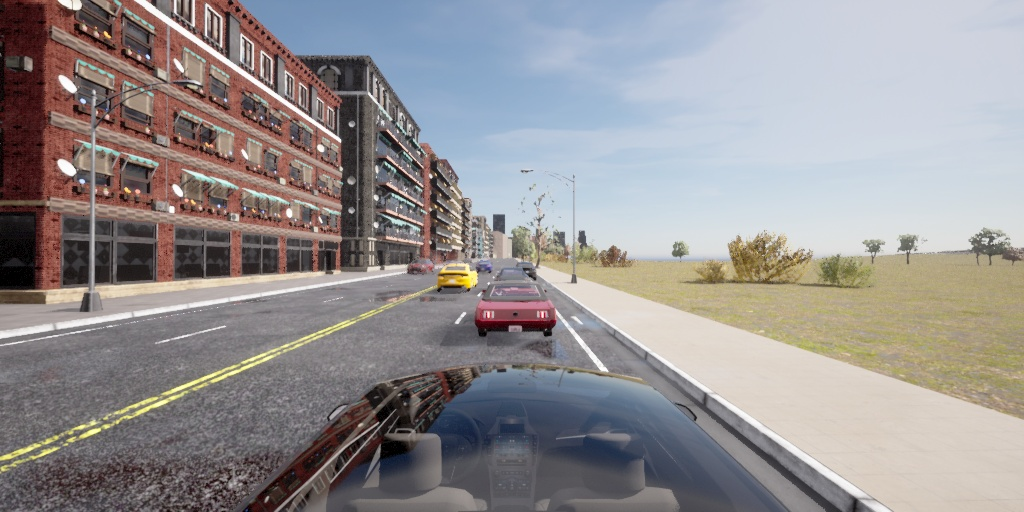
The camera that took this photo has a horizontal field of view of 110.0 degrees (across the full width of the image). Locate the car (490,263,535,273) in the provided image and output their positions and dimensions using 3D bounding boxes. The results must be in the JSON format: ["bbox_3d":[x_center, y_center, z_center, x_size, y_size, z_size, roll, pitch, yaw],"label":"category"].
[{"bbox_3d":[0.037,1.315,20.312,1.994,1.385,4.181,0,0,0],"label":"car"}]

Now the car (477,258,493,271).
[{"bbox_3d":[-3.268,1.275,42.582,1.812,1.442,4.674,0,0,0],"label":"car"}]

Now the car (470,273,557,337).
[{"bbox_3d":[0.076,1.352,10.282,1.895,1.301,4.718,0,0,0],"label":"car"}]

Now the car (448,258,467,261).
[{"bbox_3d":[-6.714,1.241,40.492,2.128,1.511,4.902,0,0,0],"label":"car"}]

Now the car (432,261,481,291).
[{"bbox_3d":[-3.209,1.229,21.676,1.882,1.535,5.008,0,0,0],"label":"car"}]

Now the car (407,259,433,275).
[{"bbox_3d":[-9.961,1.102,39.256,2.097,1.767,4.553,0,0,0],"label":"car"}]

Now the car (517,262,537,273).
[{"bbox_3d":[1.053,1.256,30.306,1.837,1.490,4.892,0,0,0],"label":"car"}]
